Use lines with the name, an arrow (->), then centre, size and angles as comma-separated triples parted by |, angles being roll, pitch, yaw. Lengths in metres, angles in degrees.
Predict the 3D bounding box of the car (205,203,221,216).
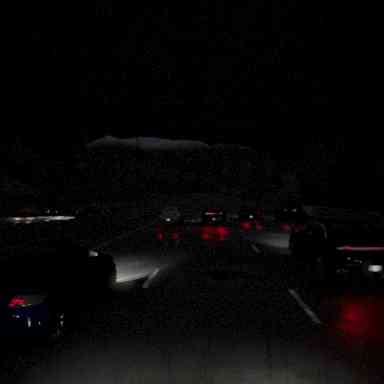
car -> 2.613, 2.158, 42.164 | 1.882, 1.535, 5.008 | -1, -1, 3

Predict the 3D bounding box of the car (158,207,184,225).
car -> -1.701, 1.965, 28.013 | 1.812, 1.442, 4.674 | -1, -1, 3

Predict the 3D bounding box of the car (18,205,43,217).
car -> -21.865, 2.605, 45.827 | 1.882, 1.535, 5.008 | -1, -2, 4

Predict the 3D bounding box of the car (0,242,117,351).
car -> -2.928, 1.679, 6.550 | 1.994, 1.385, 4.181 | -1, -1, 3

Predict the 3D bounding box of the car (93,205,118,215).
car -> -11.396, 2.478, 45.045 | 1.812, 1.442, 4.674 | -1, -2, 4

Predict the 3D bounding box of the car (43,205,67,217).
car -> -18.319, 2.594, 46.460 | 1.837, 1.490, 4.892 | -1, -2, 4

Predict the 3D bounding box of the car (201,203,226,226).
car -> 1.754, 1.860, 27.124 | 2.128, 1.511, 4.902 | -1, -1, 3

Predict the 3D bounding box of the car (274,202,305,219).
car -> 8.973, 1.690, 30.835 | 2.097, 1.767, 4.553 | -1, -1, 3

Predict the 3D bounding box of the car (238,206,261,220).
car -> 5.595, 2.035, 32.970 | 1.895, 1.301, 4.718 | -1, -1, 3

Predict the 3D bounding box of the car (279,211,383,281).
car -> 4.274, 1.537, 9.931 | 2.128, 1.511, 4.902 | -1, -1, 3

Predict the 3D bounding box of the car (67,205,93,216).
car -> -14.841, 2.518, 46.005 | 2.128, 1.511, 4.902 | -1, -1, 4
